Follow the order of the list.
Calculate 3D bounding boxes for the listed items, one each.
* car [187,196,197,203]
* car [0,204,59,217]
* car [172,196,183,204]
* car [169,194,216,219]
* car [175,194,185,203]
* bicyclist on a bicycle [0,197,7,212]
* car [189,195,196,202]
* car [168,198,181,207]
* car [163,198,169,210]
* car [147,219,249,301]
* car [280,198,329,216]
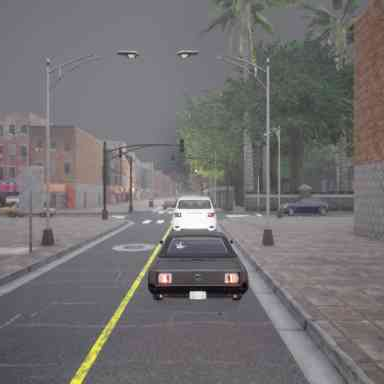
[{"bbox_3d":[0.093,1.602,74.388,2.128,1.511,4.902,0,0,0],"label":"car"},{"bbox_3d":[-14.404,1.572,29.641,4.829,1.417,1.752,0,0,0],"label":"car"},{"bbox_3d":[-2.726,1.539,63.812,1.882,1.535,5.008,0,0,1],"label":"car"},{"bbox_3d":[0.128,1.230,18.072,2.150,2.045,5.566,0,0,0],"label":"car"},{"bbox_3d":[-2.658,1.405,73.947,2.097,1.767,4.553,0,0,0],"label":"car"},{"bbox_3d":[-20.099,1.373,35.288,0.582,1.620,1.656,0,0,0],"label":"bicyclist on a bicycle"},{"bbox_3d":[0.105,1.609,84.551,1.837,1.490,4.892,0,0,0],"label":"car"},{"bbox_3d":[-2.774,1.650,53.699,1.895,1.301,4.718,0,0,0],"label":"car"},{"bbox_3d":[-2.791,1.564,44.523,1.812,1.442,4.674,0,0,0],"label":"car"},{"bbox_3d":[0.111,1.603,8.307,1.895,1.301,4.718,0,0,0],"label":"car"},{"bbox_3d":[10.766,1.343,32.361,4.553,1.767,2.097,0,0,-1],"label":"car"}]
